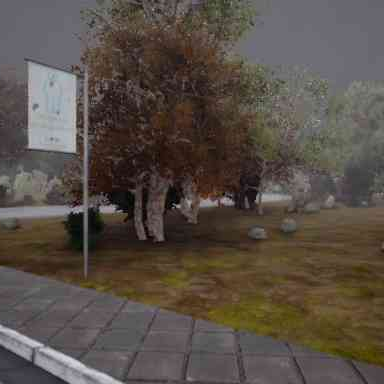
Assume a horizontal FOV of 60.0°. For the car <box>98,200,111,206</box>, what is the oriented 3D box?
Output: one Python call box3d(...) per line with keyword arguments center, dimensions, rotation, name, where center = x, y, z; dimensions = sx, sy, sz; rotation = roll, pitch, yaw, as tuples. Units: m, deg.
box3d(center=(-12.838, 1.494, 51.435), dimensions=(1.994, 1.385, 4.181), rotation=(0, 0, 37), name="car")
